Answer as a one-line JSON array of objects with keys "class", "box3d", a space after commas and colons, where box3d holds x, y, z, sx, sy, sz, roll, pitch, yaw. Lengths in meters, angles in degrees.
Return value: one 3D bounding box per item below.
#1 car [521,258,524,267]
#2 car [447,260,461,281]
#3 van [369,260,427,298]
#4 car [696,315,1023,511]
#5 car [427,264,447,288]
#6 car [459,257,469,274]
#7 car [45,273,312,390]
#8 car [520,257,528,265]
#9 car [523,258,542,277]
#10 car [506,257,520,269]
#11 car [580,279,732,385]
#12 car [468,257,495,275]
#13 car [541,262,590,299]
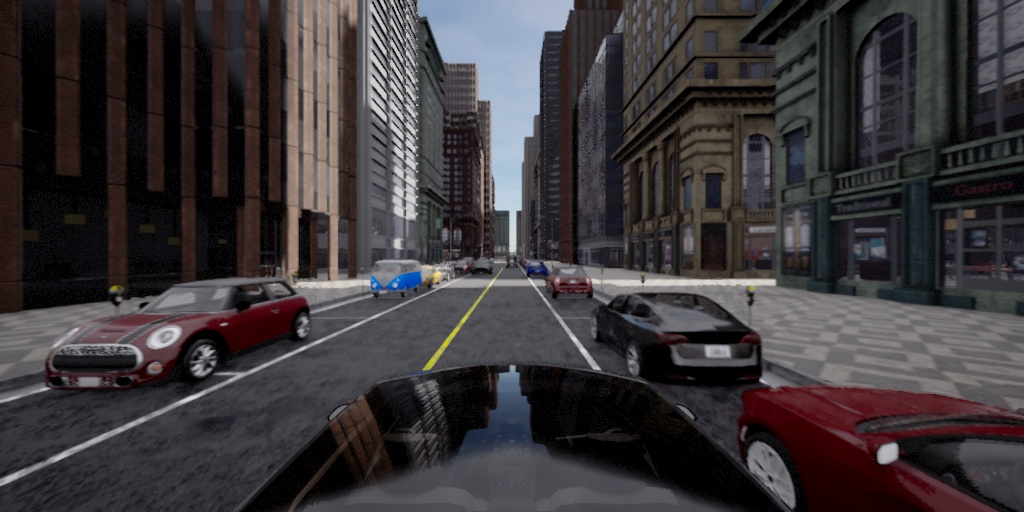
[{"class": "car", "box3d": [2.769, 1.336, 57.612, 1.802, 1.307, 4.207, 0, 0, 0]}, {"class": "car", "box3d": [-5.759, 1.298, 29.425, 2.007, 1.370, 4.403, 0, 0, 0]}, {"class": "van", "box3d": [-5.761, 1.088, 18.152, 1.690, 1.789, 3.998, 0, 0, 0]}, {"class": "car", "box3d": [2.762, 1.295, 1.250, 1.888, 1.381, 4.507, 0, 0, 0]}, {"class": "car", "box3d": [-5.760, 1.272, 23.619, 1.751, 1.417, 4.829, 0, 0, 0]}, {"class": "car", "box3d": [-5.758, 1.189, 40.698, 1.967, 1.591, 4.097, 0, 0, 0]}, {"class": "car", "box3d": [-5.762, 1.189, 6.879, 1.967, 1.591, 4.097, 0, 0, 0]}, {"class": "car", "box3d": [2.770, 1.338, 63.249, 1.802, 1.307, 4.207, 0, 0, 0]}, {"class": "car", "box3d": [2.364, 1.226, 35.038, 1.882, 1.535, 5.008, 0, 0, 0]}, {"class": "car", "box3d": [0.040, 1.280, 57.586, 1.812, 1.442, 4.674, 0, 0, 1]}, {"class": "car", "box3d": [2.763, 1.315, 6.886, 1.948, 1.339, 4.313, 0, 0, 0]}, {"class": "car", "box3d": [-3.085, 1.100, 38.075, 2.097, 1.767, 4.553, 0, 0, 0]}, {"class": "car", "box3d": [2.764, 1.187, 18.158, 1.967, 1.591, 4.097, 0, 0, 0]}]
